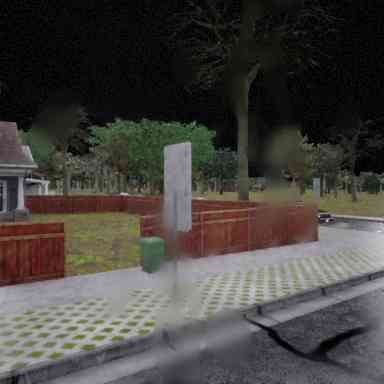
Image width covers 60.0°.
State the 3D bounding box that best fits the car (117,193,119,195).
[{"bbox_3d":[-10.928,0.780,52.315,1.812,1.442,4.674,0,1,-36],"label":"car"}]

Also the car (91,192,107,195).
[{"bbox_3d":[-16.814,0.694,60.426,1.895,1.301,4.718,0,1,-36],"label":"car"}]

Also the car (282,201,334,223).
[{"bbox_3d":[6.838,1.349,22.786,2.033,1.411,5.357,0,1,-36],"label":"car"}]

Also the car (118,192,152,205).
[{"bbox_3d":[-6.905,0.985,41.765,2.033,1.411,5.357,0,1,-36],"label":"car"}]

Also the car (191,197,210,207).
[{"bbox_3d":[0.811,1.169,31.106,1.812,1.442,4.674,0,1,-36],"label":"car"}]
